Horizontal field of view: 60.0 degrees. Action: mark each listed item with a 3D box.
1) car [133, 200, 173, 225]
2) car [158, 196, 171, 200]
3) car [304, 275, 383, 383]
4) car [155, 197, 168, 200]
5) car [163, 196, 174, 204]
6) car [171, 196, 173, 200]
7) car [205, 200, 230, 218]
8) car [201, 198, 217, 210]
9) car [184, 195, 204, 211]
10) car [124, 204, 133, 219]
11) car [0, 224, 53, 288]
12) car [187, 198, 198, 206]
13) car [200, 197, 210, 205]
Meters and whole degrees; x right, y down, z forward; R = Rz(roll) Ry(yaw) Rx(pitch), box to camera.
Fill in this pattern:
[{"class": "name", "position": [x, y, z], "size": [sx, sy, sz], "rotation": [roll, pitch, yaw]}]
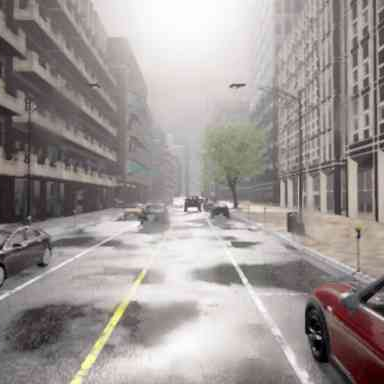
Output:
[{"class": "car", "position": [-2.809, 1.634, 25.563], "size": [2.128, 1.511, 4.902], "rotation": [0, -1, 0]}, {"class": "car", "position": [-5.441, 1.654, 59.826], "size": [2.192, 1.841, 5.009], "rotation": [1, 0, 0]}, {"class": "car", "position": [2.576, 1.458, 3.238], "size": [1.967, 1.590, 4.097], "rotation": [1, 0, 0]}, {"class": "car", "position": [-5.444, 1.871, 54.178], "size": [1.947, 1.339, 4.313], "rotation": [1, 0, 0]}, {"class": "car", "position": [-5.441, 1.759, 76.765], "size": [2.192, 1.841, 5.009], "rotation": [1, 0, 0]}, {"class": "car", "position": [-5.444, 1.974, 71.117], "size": [1.947, 1.339, 4.313], "rotation": [1, 0, 0]}, {"class": "car", "position": [2.574, 1.725, 31.499], "size": [2.008, 1.369, 4.403], "rotation": [1, 0, 0]}, {"class": "car", "position": [2.575, 1.784, 42.802], "size": [1.887, 1.381, 4.507], "rotation": [1, 0, 0]}, {"class": "car", "position": [0.098, 1.470, 45.150], "size": [2.150, 2.045, 5.566], "rotation": [0, -1, 0]}, {"class": "car", "position": [-5.273, 1.699, 31.422], "size": [1.752, 1.417, 4.829], "rotation": [1, 0, 0]}, {"class": "car", "position": [-5.279, 1.600, 9.006], "size": [2.008, 1.369, 4.403], "rotation": [1, 0, 0]}, {"class": "car", "position": [0.099, 1.847, 61.138], "size": [1.837, 1.490, 4.892], "rotation": [0, -2, 0]}, {"class": "car", "position": [2.704, 1.848, 71.065], "size": [1.967, 1.590, 4.097], "rotation": [1, 0, 0]}]
